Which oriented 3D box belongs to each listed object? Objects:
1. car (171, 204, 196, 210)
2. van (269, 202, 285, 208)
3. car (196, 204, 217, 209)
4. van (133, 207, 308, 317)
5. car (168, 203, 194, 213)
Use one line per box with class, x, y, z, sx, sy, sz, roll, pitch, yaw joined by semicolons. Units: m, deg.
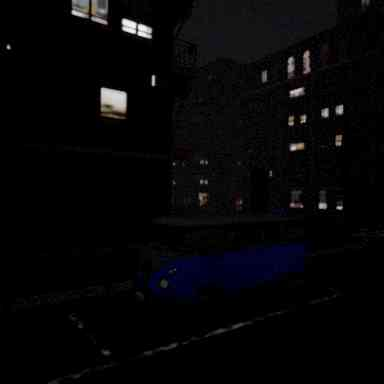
car;-1.866;2.039;36.298;1.967;1.590;4.097;0;-1;-36
van;8.314;1.939;36.683;1.690;1.788;3.998;0;-1;-36
car;1.480;2.308;45.873;1.752;1.417;4.829;0;-1;-36
van;0.774;1.373;7.246;3.998;1.788;1.690;0;0;-36
car;-1.720;2.439;50.311;1.947;1.339;4.313;0;-1;-36
